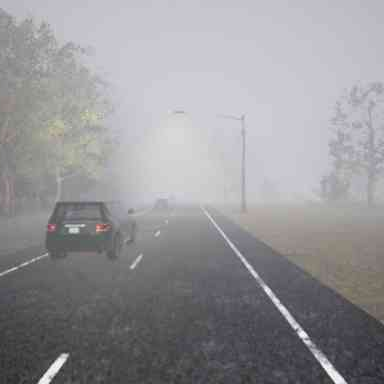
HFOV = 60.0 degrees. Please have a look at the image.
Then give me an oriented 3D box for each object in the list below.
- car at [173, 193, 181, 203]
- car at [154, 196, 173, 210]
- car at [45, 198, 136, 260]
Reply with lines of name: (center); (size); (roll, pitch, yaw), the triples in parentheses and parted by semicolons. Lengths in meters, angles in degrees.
car: (-3.940, 1.512, 70.302); (1.837, 1.490, 4.892); (0, 0, 0)
car: (-3.763, 1.536, 42.661); (1.837, 1.490, 4.892); (0, 0, 0)
car: (-3.571, 1.251, 12.709); (2.150, 2.045, 5.566); (0, 0, 0)
